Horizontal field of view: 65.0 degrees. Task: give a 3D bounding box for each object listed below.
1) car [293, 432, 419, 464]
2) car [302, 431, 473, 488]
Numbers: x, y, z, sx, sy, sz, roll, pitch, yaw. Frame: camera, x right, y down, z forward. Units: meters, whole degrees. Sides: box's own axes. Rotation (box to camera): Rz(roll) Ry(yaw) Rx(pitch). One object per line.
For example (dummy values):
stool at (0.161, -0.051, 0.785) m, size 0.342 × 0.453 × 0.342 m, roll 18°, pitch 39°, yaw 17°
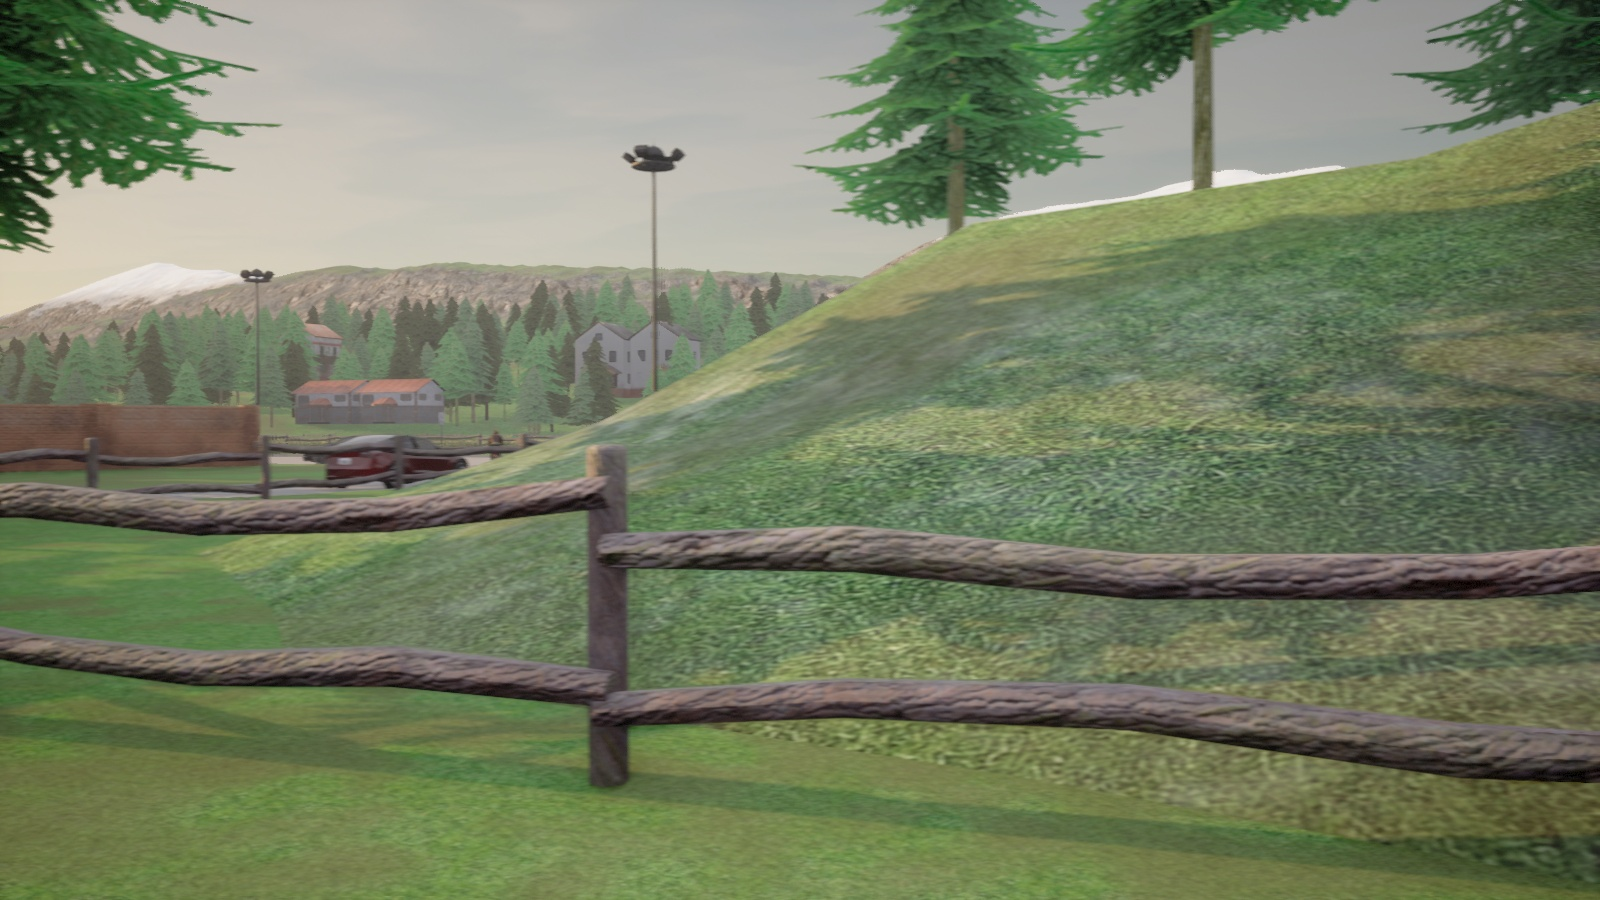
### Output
car at (-20.401, -0.124, 57.707) m, size 5.357 × 1.411 × 2.033 m, roll 1°, pitch 1°, yaw 19°
car at (-11.586, 0.214, 35.657) m, size 2.163 × 1.488 × 4.792 m, roll 1°, pitch 1°, yaw 19°
